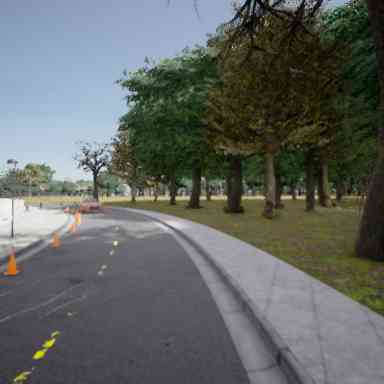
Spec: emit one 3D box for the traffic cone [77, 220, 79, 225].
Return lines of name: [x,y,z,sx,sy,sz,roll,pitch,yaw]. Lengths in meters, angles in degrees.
traffic cone: [-6.764,1.994,18.914,0.340,0.580,0.340,0,0,-13]

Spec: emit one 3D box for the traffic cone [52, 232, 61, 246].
traffic cone: [-5.774,1.985,14.152,0.340,0.580,0.340,0,0,-10]

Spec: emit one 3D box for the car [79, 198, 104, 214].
car: [-11.306,1.430,37.379,2.097,1.767,4.553,0,0,-26]

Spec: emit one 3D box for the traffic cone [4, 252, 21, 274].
traffic cone: [-5.045,1.979,9.343,0.340,0.580,0.340,0,0,-7]

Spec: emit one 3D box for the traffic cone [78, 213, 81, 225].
traffic cone: [-8.013,2.004,23.615,0.340,0.580,0.340,0,0,-16]

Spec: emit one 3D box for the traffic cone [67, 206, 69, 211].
traffic cone: [-15.519,2.066,41.525,0.340,0.580,0.340,0,0,-29]
